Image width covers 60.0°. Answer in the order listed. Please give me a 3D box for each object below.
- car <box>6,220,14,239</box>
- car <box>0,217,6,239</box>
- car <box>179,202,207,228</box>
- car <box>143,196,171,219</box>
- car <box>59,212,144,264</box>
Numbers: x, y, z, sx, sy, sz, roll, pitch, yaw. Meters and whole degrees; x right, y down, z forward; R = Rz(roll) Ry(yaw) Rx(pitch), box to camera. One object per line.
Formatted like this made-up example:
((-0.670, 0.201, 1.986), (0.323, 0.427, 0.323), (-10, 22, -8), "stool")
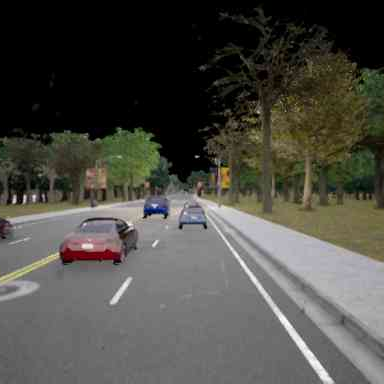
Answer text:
((-9.867, 1.628, 14.872), (1.994, 1.385, 4.181), (0, 0, 0), "car")
((-6.605, 1.538, 7.598), (1.837, 1.490, 4.892), (0, 0, 0), "car")
((0.058, 1.647, 22.935), (2.033, 1.411, 5.357), (0, 0, 0), "car")
((-3.231, 1.360, 31.222), (2.150, 2.045, 5.566), (0, 0, 0), "car")
((-3.162, 1.615, 12.059), (1.994, 1.385, 4.181), (0, 0, 0), "car")
